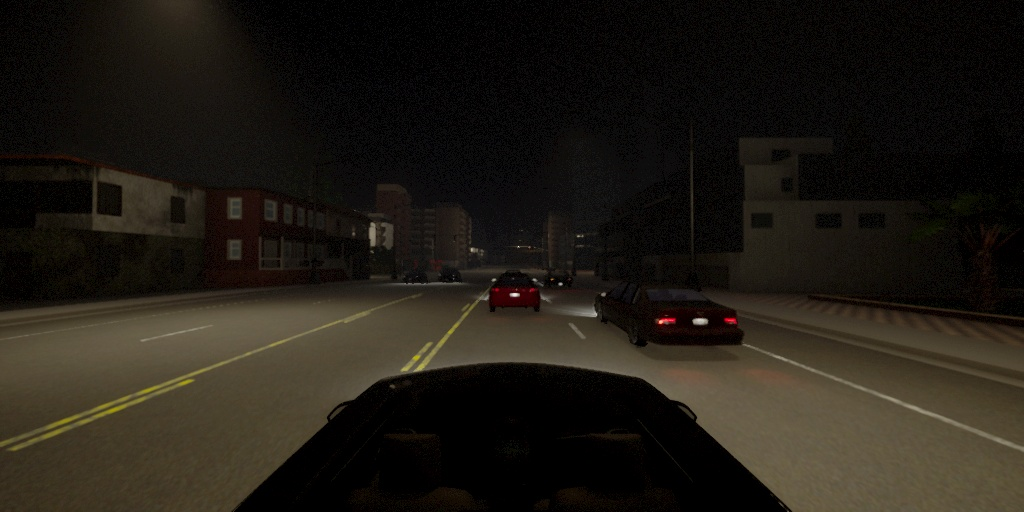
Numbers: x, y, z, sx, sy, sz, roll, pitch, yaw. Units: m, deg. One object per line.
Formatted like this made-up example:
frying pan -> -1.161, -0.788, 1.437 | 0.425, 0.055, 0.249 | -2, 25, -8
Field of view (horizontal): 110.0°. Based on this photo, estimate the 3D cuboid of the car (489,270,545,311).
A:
car -> 0.101, 1.415, 14.965 | 1.994, 1.385, 4.181 | 0, -1, 0

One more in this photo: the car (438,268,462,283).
car -> -7.070, 2.115, 40.927 | 2.097, 1.767, 4.553 | 0, -2, 0

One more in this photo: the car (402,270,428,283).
car -> -10.578, 2.235, 39.548 | 1.812, 1.442, 4.674 | 0, -2, 0

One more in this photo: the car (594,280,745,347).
car -> 3.600, 1.323, 9.366 | 2.033, 1.411, 5.357 | 0, -1, 0

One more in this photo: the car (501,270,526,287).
car -> 0.101, 1.911, 31.096 | 1.994, 1.385, 4.181 | 0, -2, 0

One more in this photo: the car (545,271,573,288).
car -> 3.601, 1.855, 28.830 | 1.895, 1.301, 4.718 | 0, -2, 0
